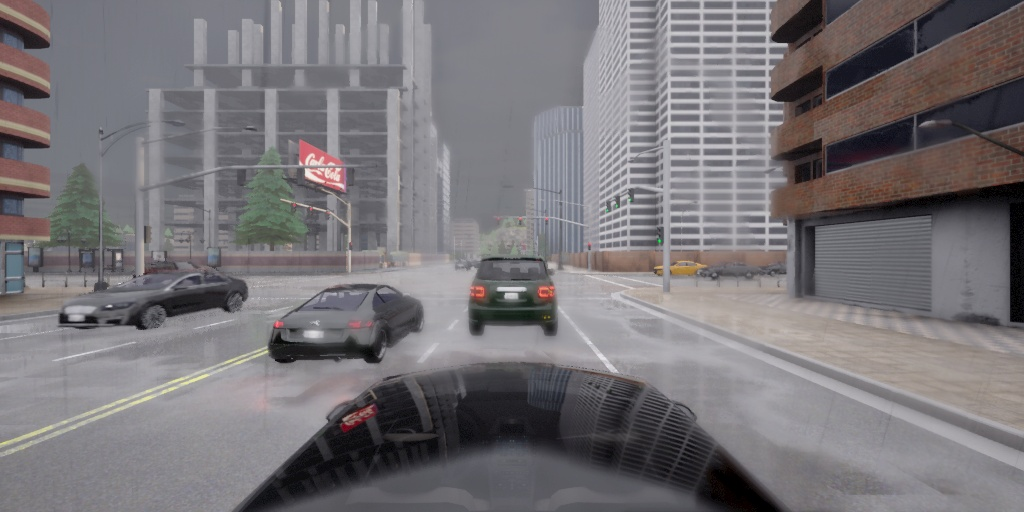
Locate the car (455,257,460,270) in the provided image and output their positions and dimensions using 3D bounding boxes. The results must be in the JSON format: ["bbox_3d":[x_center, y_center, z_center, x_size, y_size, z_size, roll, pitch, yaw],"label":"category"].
[{"bbox_3d":[-6.838,1.241,50.685,2.128,1.511,4.902,0,0,0],"label":"car"}]

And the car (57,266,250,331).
[{"bbox_3d":[-10.581,1.241,11.160,2.128,1.511,4.902,0,0,0],"label":"car"}]

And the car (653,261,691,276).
[{"bbox_3d":[16.294,1.228,34.746,5.008,1.535,1.882,0,0,0],"label":"car"}]

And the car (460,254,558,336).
[{"bbox_3d":[0.099,0.971,10.537,2.150,2.045,5.566,0,0,2],"label":"car"}]

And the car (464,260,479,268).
[{"bbox_3d":[-6.771,1.314,59.795,1.994,1.385,4.181,0,0,1],"label":"car"}]

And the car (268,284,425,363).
[{"bbox_3d":[-3.377,1.314,8.149,1.994,1.385,4.181,0,0,0],"label":"car"}]

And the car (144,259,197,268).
[{"bbox_3d":[-22.233,1.102,23.964,4.553,1.767,2.097,0,0,1],"label":"car"}]

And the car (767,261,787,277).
[{"bbox_3d":[26.230,1.241,34.736,4.902,1.511,2.128,0,0,0],"label":"car"}]

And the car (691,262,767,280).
[{"bbox_3d":[18.772,1.241,31.245,4.902,1.511,2.128,0,0,0],"label":"car"}]
